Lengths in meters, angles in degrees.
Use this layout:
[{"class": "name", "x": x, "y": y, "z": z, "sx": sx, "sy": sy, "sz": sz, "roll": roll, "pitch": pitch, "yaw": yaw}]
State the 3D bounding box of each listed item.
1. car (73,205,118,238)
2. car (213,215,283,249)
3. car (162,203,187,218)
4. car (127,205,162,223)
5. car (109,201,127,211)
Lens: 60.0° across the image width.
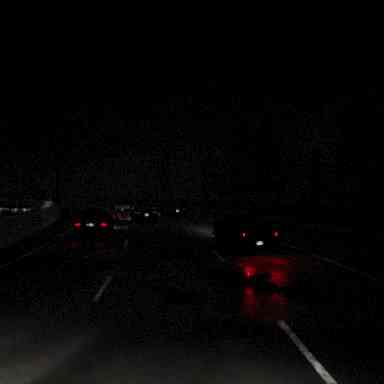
[{"class": "car", "x": -5.365, "y": 1.654, "z": 18.490, "sx": 2.033, "sy": 1.411, "sz": 5.357, "roll": 0, "pitch": 0, "yaw": -11}, {"class": "car", "x": 2.280, "y": 1.683, "z": 15.014, "sx": 1.895, "sy": 1.301, "sz": 4.718, "roll": 0, "pitch": 0, "yaw": -8}, {"class": "car", "x": -1.948, "y": 1.748, "z": 32.804, "sx": 1.994, "sy": 1.385, "sz": 4.181, "roll": 0, "pitch": 0, "yaw": -17}, {"class": "car", "x": -3.951, "y": 1.720, "z": 27.316, "sx": 1.994, "sy": 1.385, "sz": 4.181, "roll": 0, "pitch": 0, "yaw": -14}, {"class": "car", "x": -9.305, "y": 1.842, "z": 42.264, "sx": 1.895, "sy": 1.301, "sz": 4.718, "roll": 0, "pitch": 0, "yaw": -24}]
